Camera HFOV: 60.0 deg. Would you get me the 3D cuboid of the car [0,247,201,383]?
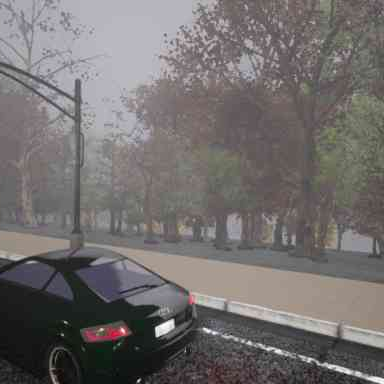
[{"bbox_3d":[-1.945,1.563,5.073,4.181,1.385,1.994,0,0,36],"label":"car"}]
